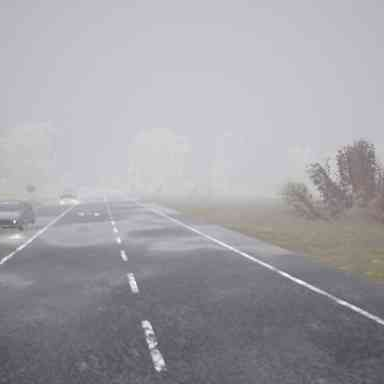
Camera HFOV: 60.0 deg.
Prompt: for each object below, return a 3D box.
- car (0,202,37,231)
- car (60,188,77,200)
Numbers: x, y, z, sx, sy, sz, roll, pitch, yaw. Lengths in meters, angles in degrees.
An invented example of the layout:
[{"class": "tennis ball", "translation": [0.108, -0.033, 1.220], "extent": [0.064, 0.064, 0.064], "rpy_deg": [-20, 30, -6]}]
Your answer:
[{"class": "car", "translation": [-9.728, 1.252, 18.025], "extent": [2.033, 1.411, 5.357], "rpy_deg": [-2, 2, -15]}, {"class": "car", "translation": [-18.288, 0.205, 49.213], "extent": [2.097, 1.767, 4.553], "rpy_deg": [-1, 3, -16]}]
